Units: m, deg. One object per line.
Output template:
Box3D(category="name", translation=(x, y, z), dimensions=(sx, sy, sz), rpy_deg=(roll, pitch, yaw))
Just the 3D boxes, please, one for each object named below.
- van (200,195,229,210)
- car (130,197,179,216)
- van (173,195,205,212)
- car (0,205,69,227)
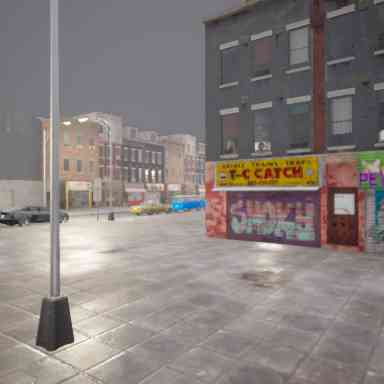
Box3D(category="van", translation=(2.818, 1.239, 40.539), dimensions=(1.690, 1.788, 3.998), rpy_deg=(0, 0, 36))
Box3D(category="car", translation=(-3.671, 1.453, 31.472), dimensions=(1.752, 1.417, 4.829), rpy_deg=(0, 0, 36))
Box3D(category="van", translation=(-0.476, 1.254, 35.936), dimensions=(1.690, 1.788, 3.998), rpy_deg=(0, 0, 36))
Box3D(category="car", translation=(-10.359, 1.526, 22.128), dimensions=(1.947, 1.339, 4.313), rpy_deg=(0, 0, 36))
